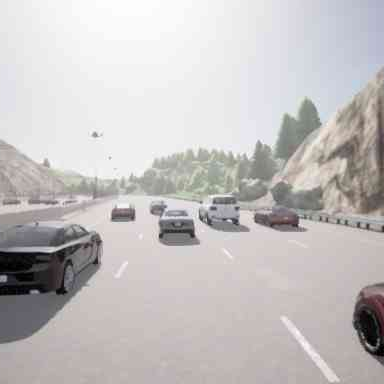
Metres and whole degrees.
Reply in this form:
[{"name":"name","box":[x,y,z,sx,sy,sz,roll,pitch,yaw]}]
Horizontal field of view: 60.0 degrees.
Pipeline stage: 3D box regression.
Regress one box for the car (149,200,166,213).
[{"name":"car","box":[-3.740,1.593,37.105,2.033,1.411,5.357,0,0,-10]}]

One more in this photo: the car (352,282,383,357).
[{"name":"car","box":[3.453,1.560,3.396,1.994,1.385,4.181,0,0,-1]}]

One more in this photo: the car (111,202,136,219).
[{"name":"car","box":[-5.998,1.607,29.360,1.994,1.385,4.181,0,0,-9]}]

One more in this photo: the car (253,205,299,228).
[{"name":"car","box":[5.578,1.575,22.509,1.994,1.385,4.181,0,0,-7]}]

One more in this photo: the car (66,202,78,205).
[{"name":"car","box":[-22.897,1.634,63.846,1.812,1.442,4.674,0,0,-10]}]

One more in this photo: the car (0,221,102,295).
[{"name":"car","box":[-3.736,1.495,8.777,1.882,1.535,5.008,0,0,-3]}]

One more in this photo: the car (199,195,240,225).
[{"name":"car","box":[1.856,1.242,24.225,2.150,2.045,5.566,0,0,-7]}]

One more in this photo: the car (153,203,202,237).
[{"name":"car","box":[-0.928,1.568,18.128,2.033,1.411,5.357,0,0,-6]}]
